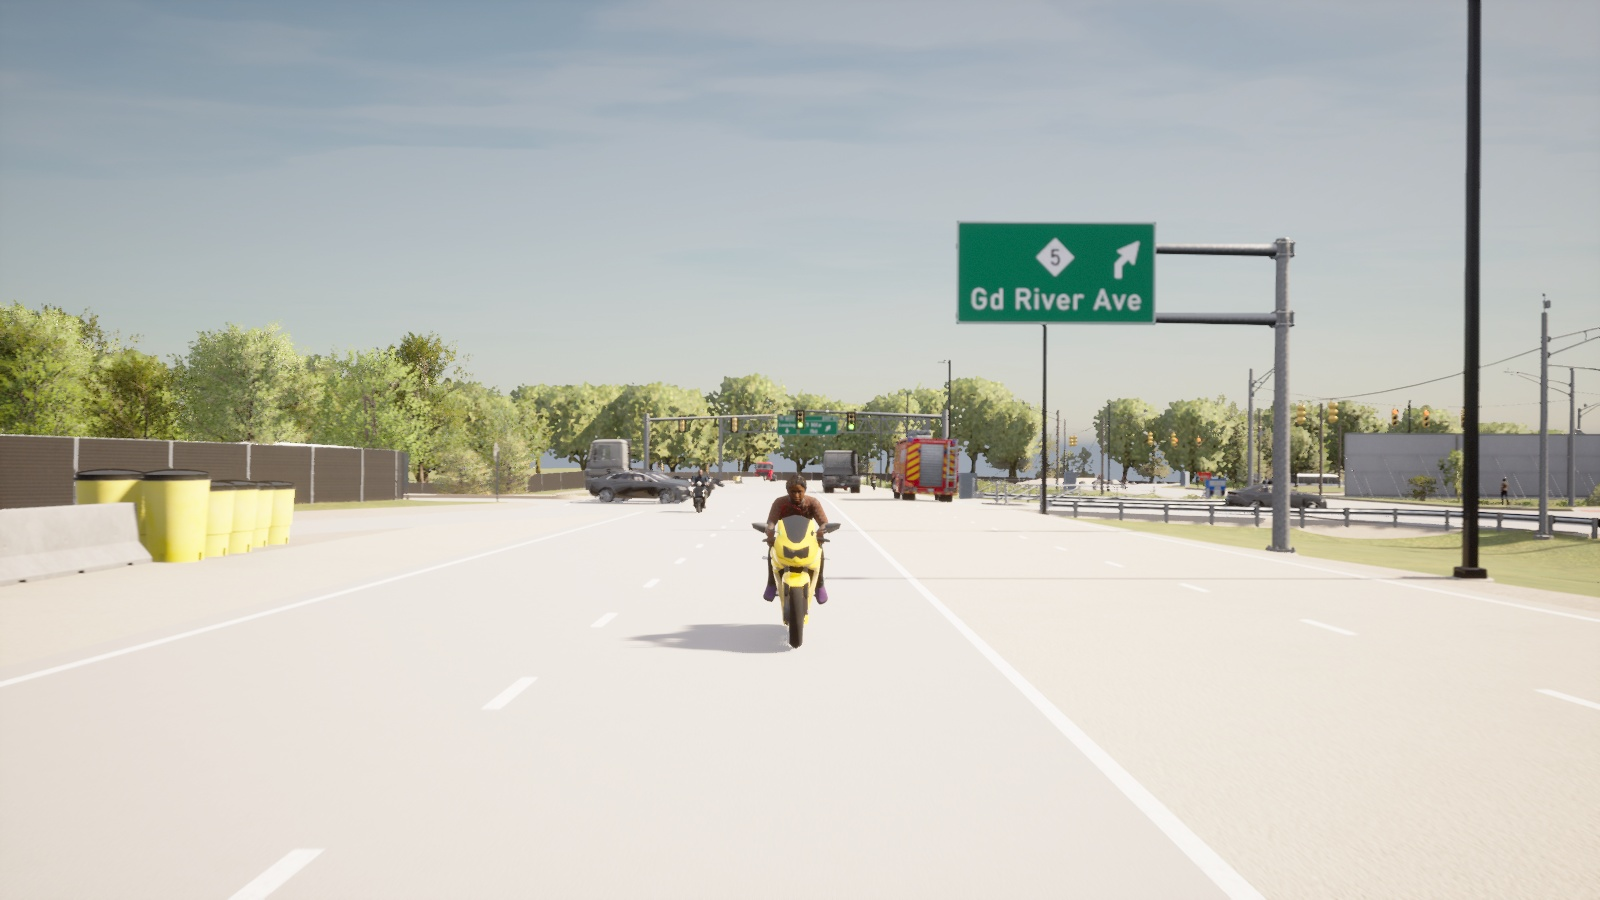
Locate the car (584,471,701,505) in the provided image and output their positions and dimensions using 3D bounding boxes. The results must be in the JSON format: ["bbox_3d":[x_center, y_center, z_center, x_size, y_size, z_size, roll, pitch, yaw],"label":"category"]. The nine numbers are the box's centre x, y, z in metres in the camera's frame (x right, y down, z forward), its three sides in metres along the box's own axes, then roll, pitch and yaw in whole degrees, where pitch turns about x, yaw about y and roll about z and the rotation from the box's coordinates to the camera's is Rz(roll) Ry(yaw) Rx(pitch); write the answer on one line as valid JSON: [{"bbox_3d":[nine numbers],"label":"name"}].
[{"bbox_3d":[-7.246,1.734,57.839,4.902,1.511,2.128,0,-1,13],"label":"car"}]

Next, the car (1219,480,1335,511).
[{"bbox_3d":[23.645,2.235,62.367,4.902,1.511,2.128,0,-1,-2],"label":"car"}]

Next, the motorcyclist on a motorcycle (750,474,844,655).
[{"bbox_3d":[-0.027,0.987,11.670,0.797,1.523,2.044,0,-1,0],"label":"motorcyclist on a motorcycle"}]

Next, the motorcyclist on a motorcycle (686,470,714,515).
[{"bbox_3d":[-3.617,1.522,45.660,0.866,1.590,1.817,0,-1,0],"label":"motorcyclist on a motorcycle"}]

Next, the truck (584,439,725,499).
[{"bbox_3d":[-8.430,1.126,73.312,7.936,3.462,2.891,0,-2,-1],"label":"truck"}]

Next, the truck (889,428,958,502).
[{"bbox_3d":[6.851,0.869,70.870,2.891,3.827,8.468,2,-1,-1],"label":"truck"}]
